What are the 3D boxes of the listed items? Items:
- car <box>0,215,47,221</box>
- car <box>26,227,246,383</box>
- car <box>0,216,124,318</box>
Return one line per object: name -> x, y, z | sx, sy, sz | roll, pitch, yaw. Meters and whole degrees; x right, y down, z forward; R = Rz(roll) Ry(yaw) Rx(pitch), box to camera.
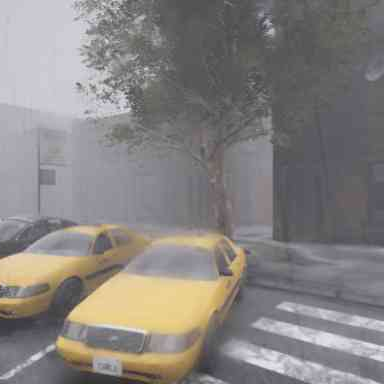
car -> -4.966, 1.464, 9.650 | 2.231, 1.521, 4.892 | 1, -1, 16
car -> -0.137, 1.472, 5.974 | 1.946, 1.575, 5.366 | 1, -1, 16
car -> -2.579, 1.465, 7.719 | 1.946, 1.575, 5.366 | 1, -1, 16
